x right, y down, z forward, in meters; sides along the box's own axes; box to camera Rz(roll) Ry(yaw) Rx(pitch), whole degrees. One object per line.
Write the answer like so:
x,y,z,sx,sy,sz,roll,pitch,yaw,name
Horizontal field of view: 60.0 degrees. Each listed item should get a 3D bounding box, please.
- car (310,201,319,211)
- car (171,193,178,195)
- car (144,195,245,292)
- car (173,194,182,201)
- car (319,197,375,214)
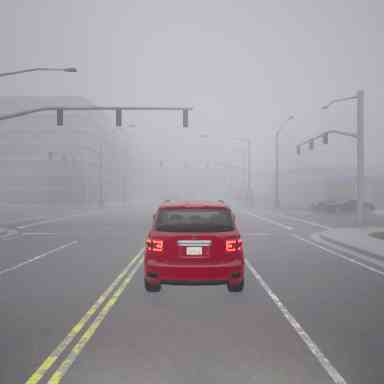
16.094,1.352,38.598,4.553,1.767,2.097,0,0,0,car
-3.639,1.352,50.849,2.097,1.767,4.553,0,0,-1,car
0.057,1.221,9.054,2.150,2.045,5.566,0,0,0,car
-3.639,1.355,82.849,2.097,1.767,4.553,0,0,0,car
16.553,1.478,35.091,5.008,1.535,1.882,0,0,0,car
